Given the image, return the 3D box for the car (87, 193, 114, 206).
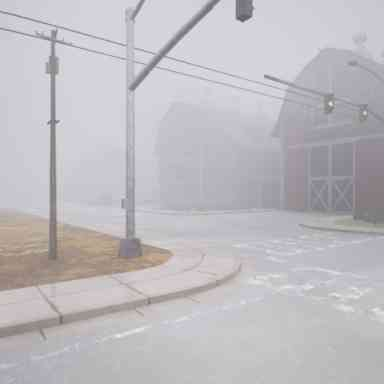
[{"bbox_3d":[-13.869,1.109,50.556,3.866,1.878,1.905,-2,5,11],"label":"car"}]
